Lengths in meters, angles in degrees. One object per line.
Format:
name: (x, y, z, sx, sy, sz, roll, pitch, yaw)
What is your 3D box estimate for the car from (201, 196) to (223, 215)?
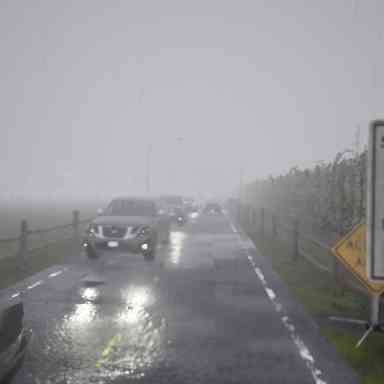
car: (2.167, 1.530, 34.716, 1.837, 1.490, 4.892, 1, 0, 4)

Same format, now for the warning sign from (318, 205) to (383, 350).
warning sign: (2.698, 1.153, 4.896, 1.300, 1.860, 1.060, 1, 0, 4)

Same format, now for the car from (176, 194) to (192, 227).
car: (-1.478, 1.193, 22.880, 2.150, 2.045, 5.566, 1, 0, 4)

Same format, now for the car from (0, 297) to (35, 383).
car: (-2.776, 1.507, 1.444, 2.033, 1.411, 5.357, 1, 0, 2)

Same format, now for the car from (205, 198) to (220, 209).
car: (3.013, 1.601, 48.277, 1.994, 1.385, 4.181, 1, 0, 4)

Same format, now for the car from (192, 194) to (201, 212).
car: (-0.405, 1.359, 38.488, 2.097, 1.767, 4.553, 1, 0, 4)

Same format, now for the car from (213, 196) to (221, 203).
car: (5.603, 1.603, 74.857, 1.812, 1.442, 4.674, 1, 0, 4)

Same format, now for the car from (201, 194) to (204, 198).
car: (2.019, 1.211, 76.934, 1.837, 1.490, 4.892, 1, 0, 4)

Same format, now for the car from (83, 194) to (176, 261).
car: (-2.133, 1.187, 12.560, 2.150, 2.045, 5.566, 1, 0, 4)
